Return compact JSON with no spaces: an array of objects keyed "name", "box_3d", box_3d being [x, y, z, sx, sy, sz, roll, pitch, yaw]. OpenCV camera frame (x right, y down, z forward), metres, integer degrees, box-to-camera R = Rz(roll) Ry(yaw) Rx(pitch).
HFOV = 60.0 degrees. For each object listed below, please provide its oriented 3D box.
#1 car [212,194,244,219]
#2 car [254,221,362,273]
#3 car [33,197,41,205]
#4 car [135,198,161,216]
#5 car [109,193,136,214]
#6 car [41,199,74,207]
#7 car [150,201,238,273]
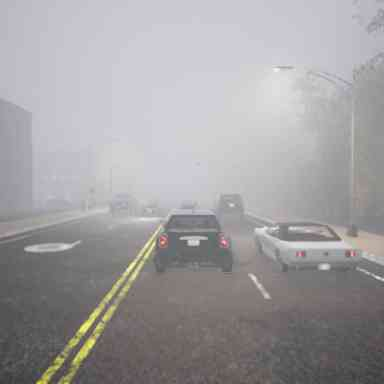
[{"name":"car","box_3d":[3.000,1.148,28.039,2.150,2.045,5.566,0,0,-1]},{"name":"car","box_3d":[3.277,1.572,10.505,1.895,1.301,4.718,0,0,-1]},{"name":"car","box_3d":[-29.187,1.665,60.419,4.403,1.369,2.008,-1,1,-1]},{"name":"car","box_3d":[-3.744,1.412,31.422,2.128,1.511,4.902,0,0,-1]},{"name":"car","box_3d":[-7.043,1.135,34.863,2.150,2.045,5.566,0,0,-1]},{"name":"car","box_3d":[-20.712,1.688,52.049,4.313,1.339,1.947,-1,1,-1]},{"name":"car","box_3d":[0.018,1.324,10.699,2.097,1.767,4.553,0,0,-1]}]
